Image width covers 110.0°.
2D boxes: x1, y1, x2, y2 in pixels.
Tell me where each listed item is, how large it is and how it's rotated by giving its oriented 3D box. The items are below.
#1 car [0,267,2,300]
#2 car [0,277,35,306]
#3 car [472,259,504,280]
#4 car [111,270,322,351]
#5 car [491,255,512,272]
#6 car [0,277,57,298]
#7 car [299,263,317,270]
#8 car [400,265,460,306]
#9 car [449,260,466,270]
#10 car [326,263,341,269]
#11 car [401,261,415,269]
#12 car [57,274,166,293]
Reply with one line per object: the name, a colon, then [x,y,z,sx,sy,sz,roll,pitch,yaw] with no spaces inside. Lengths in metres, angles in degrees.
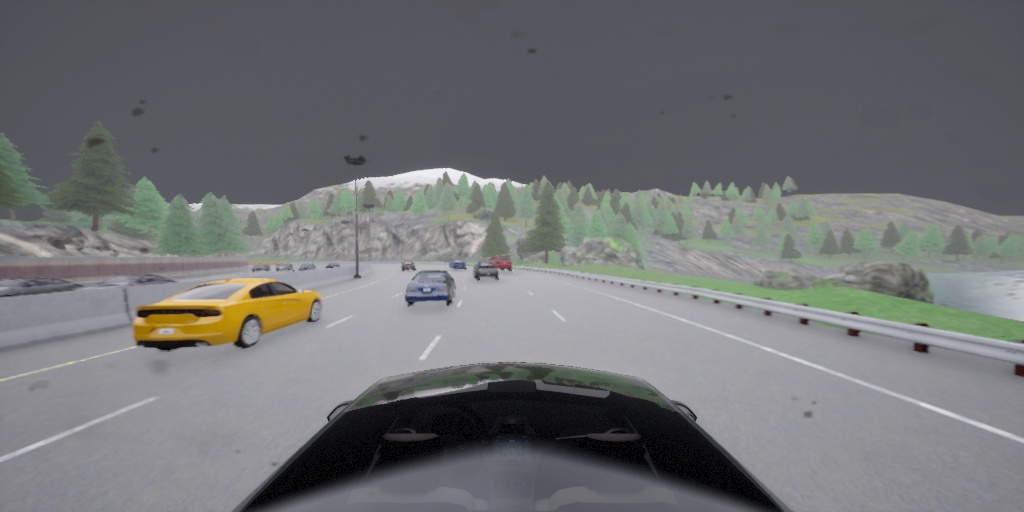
car: [-28.986,1.534,17.441,2.097,1.767,4.553,-1,0,-7]
car: [-25.285,1.728,16.020,1.895,1.301,4.718,-1,0,-6]
car: [-2.381,1.239,31.272,2.128,1.511,4.902,-1,0,-11]
car: [-6.934,1.326,9.509,1.882,1.535,5.008,0,0,-3]
car: [-1.643,0.939,44.899,2.150,2.045,5.566,0,0,-17]
car: [-21.783,1.637,15.905,1.994,1.385,4.181,-1,0,-5]
car: [-31.435,1.728,55.389,1.994,1.385,4.181,-1,0,-21]
car: [-3.537,1.334,16.089,2.033,1.411,5.357,-1,0,-7]
car: [-8.353,1.286,54.402,1.882,1.535,5.008,0,0,-20]
car: [-28.238,1.716,56.854,1.895,1.301,4.718,-1,0,-22]
car: [-15.964,1.454,54.912,1.812,1.442,4.674,0,0,-21]
car: [-18.424,1.582,17.403,1.994,1.385,4.181,-1,0,-6]
